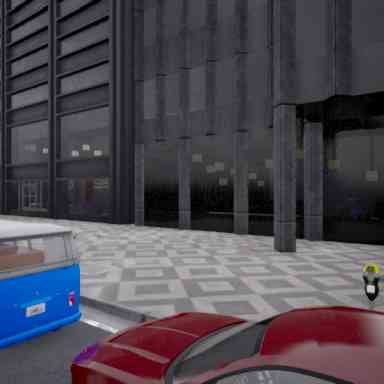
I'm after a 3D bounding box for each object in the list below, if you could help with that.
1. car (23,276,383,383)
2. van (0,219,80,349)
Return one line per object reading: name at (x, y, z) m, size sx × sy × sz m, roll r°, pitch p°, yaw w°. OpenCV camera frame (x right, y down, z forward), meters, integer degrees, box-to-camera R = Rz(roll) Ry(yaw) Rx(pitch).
car at (0.972, 1.545, 2.272) m, size 4.507 × 1.381 × 1.887 m, roll 0°, pitch 0°, yaw 36°
van at (-3.593, 1.340, 5.531) m, size 3.998 × 1.788 × 1.690 m, roll 0°, pitch 0°, yaw 36°
